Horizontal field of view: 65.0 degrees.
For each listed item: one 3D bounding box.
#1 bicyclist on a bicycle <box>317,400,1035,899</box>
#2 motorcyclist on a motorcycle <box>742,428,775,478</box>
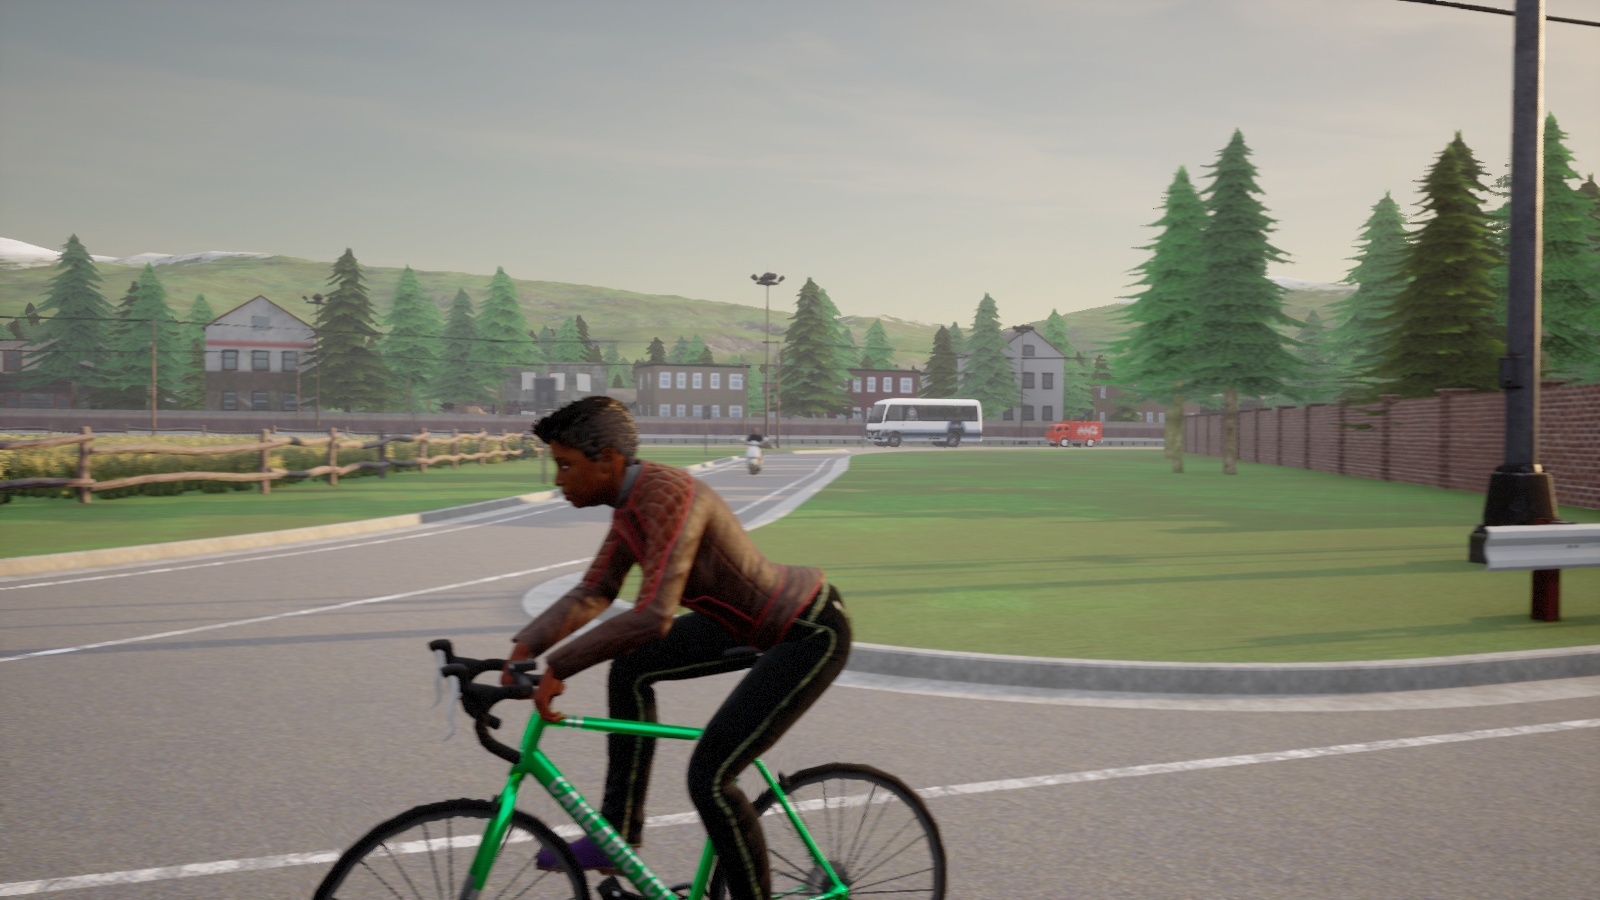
[{"bbox_3d":[-0.295,0.700,3.127,1.656,1.620,0.582,-1,1,-21],"label":"bicyclist on a bicycle"},{"bbox_3d":[-1.360,0.070,41.221,0.866,1.590,1.817,-1,1,4],"label":"motorcyclist on a motorcycle"}]
